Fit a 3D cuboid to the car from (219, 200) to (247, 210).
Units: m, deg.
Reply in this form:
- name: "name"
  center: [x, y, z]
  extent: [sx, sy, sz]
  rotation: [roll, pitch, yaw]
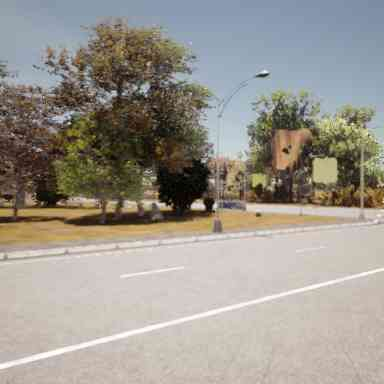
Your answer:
- name: "car"
  center: [5.792, 1.786, 47.235]
  extent: [1.994, 1.385, 4.181]
  rotation: [0, 0, -38]
